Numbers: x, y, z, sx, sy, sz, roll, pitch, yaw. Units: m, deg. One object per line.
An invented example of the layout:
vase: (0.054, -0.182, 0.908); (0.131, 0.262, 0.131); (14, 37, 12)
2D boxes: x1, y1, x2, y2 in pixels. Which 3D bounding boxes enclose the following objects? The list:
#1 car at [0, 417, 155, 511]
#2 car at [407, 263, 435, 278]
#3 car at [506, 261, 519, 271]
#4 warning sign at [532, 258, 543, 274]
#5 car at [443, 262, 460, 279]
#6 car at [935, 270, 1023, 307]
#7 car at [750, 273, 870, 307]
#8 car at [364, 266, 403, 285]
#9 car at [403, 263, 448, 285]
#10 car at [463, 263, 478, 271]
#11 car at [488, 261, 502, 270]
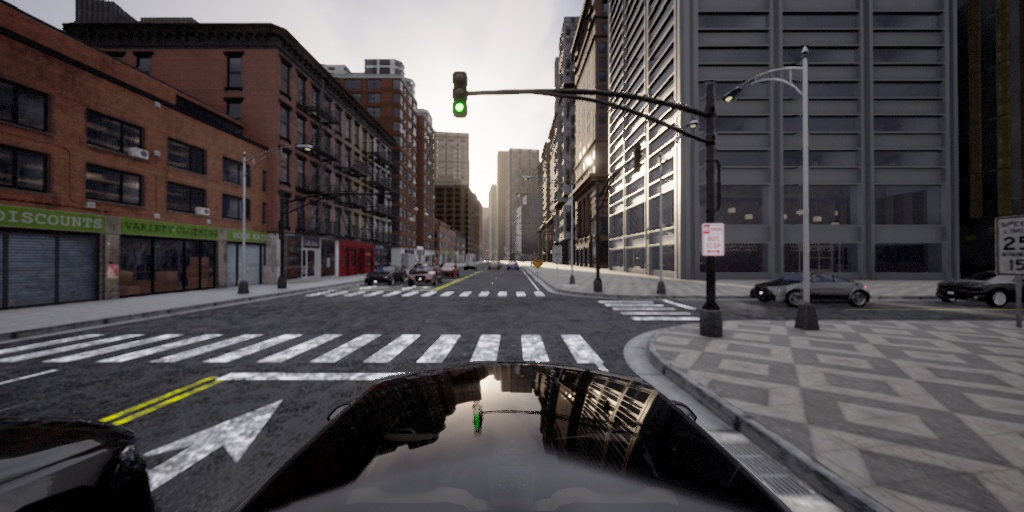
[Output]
car: (-3.153, 1.232, 0.195); (2.128, 1.511, 4.902); (0, 0, 0)
car: (-9.782, 1.516, 38.812); (1.812, 1.442, 4.674); (0, 0, 0)
car: (0.148, 1.624, 56.895); (1.812, 1.442, 4.674); (0, 0, 0)
warning sign: (2.924, 1.118, 40.809); (1.300, 1.860, 1.060); (0, 0, 0)
car: (-6.533, 1.455, 36.621); (1.882, 1.535, 5.008); (0, 0, 0)
car: (21.640, 1.343, 15.627); (5.008, 1.535, 1.882); (0, 0, 1)
car: (12.887, 1.425, 15.680); (4.181, 1.385, 1.994); (0, 0, 0)
car: (-9.800, 1.475, 28.396); (2.033, 1.411, 5.357); (0, 0, 0)
car: (-6.550, 1.486, 27.574); (1.994, 1.385, 4.181); (0, 0, 0)
car: (-6.453, 1.695, 56.363); (1.895, 1.301, 4.718); (0, 0, 1)
car: (-3.036, 1.614, 60.922); (2.128, 1.511, 4.902); (0, 0, 0)
